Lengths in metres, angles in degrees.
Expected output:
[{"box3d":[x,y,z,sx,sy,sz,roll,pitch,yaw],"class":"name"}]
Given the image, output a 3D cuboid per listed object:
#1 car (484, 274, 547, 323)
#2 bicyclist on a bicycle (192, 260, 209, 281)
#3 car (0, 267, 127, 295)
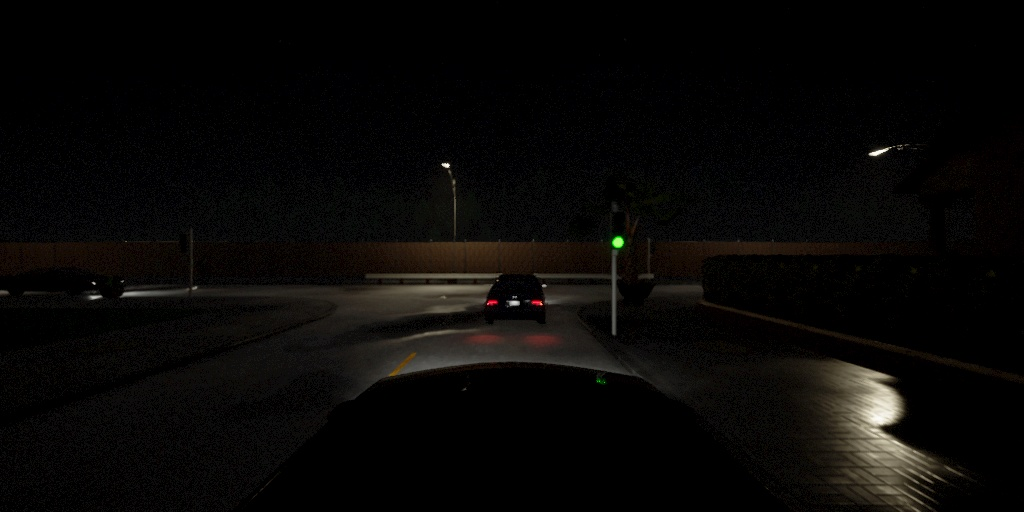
[{"box3d":[0.199,1.311,12.105,2.033,1.411,5.357,0,0,3],"class":"car"},{"box3d":[-23.988,1.131,27.573,0.582,1.620,1.656,0,0,0],"class":"bicyclist on a bicycle"},{"box3d":[-24.092,1.319,19.176,5.357,1.411,2.033,0,0,0],"class":"car"}]
